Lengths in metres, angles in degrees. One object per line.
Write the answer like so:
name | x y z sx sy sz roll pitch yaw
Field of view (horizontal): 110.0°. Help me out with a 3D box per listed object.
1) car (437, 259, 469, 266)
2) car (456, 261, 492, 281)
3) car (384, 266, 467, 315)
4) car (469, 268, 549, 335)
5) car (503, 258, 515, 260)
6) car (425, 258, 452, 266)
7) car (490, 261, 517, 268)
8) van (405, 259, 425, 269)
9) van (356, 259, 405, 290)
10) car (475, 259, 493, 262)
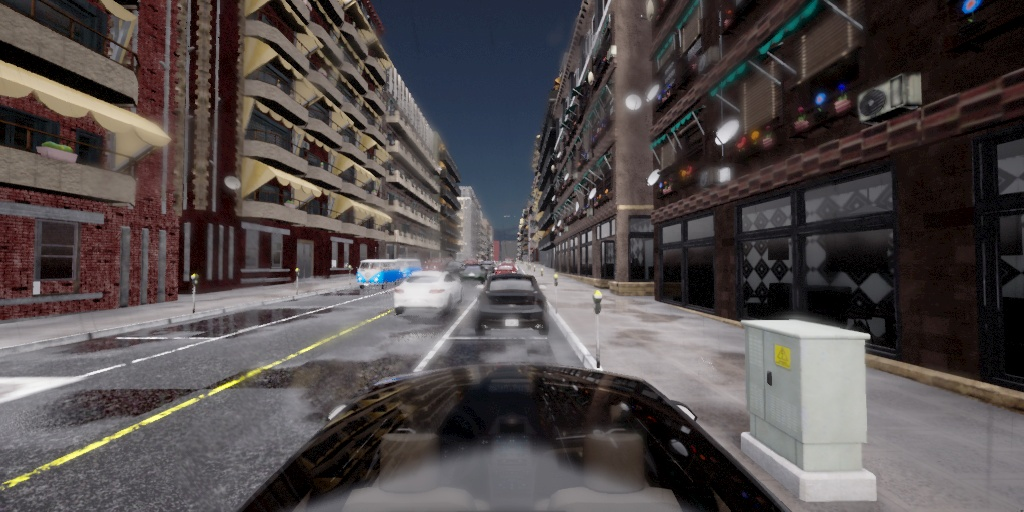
car | -5.856 1.298 36.021 1.837 1.490 4.892 0 0 0
car | -2.938 1.341 28.303 1.994 1.385 4.181 0 0 0
car | -3.021 1.283 13.555 1.812 1.442 4.674 0 0 0
car | 0.000 1.259 10.503 1.837 1.490 4.892 0 0 0
car | -0.445 1.240 39.134 1.967 1.591 4.097 0 0 0
car | -8.335 1.115 39.194 2.192 1.841 5.009 0 0 0
car | -0.452 1.322 28.072 1.888 1.381 4.507 0 0 0
van | -8.335 1.118 28.134 1.690 1.789 3.998 0 0 0
van | -8.335 1.108 22.603 1.690 1.789 3.998 0 0 0
car | -2.936 1.302 43.728 2.128 1.511 4.902 0 0 0
